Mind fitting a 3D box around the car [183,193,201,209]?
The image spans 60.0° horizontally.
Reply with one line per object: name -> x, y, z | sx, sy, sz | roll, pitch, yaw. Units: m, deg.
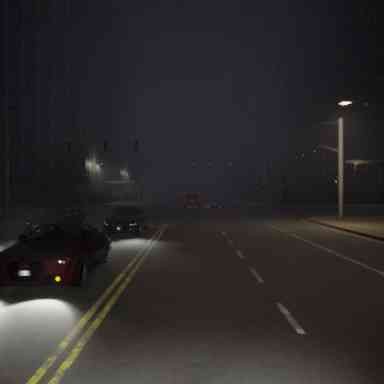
car -> 0.029, 1.188, 45.111 | 2.150, 2.045, 5.566 | 0, 0, 0

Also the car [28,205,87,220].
car -> -7.042, 1.482, 17.689 | 2.128, 1.511, 4.902 | 0, 0, 0

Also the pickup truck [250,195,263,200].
pickup truck -> 16.488, 0.993, 82.317 | 2.390, 2.098, 6.274 | 0, 0, 30

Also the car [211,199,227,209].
car -> 3.527, 1.566, 44.833 | 1.895, 1.301, 4.718 | 0, 0, 0

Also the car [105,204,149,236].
car -> -3.536, 1.491, 18.441 | 1.837, 1.490, 4.892 | 0, 0, 0

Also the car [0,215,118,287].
car -> -3.596, 1.558, 9.133 | 1.994, 1.385, 4.181 | 0, 0, 0
